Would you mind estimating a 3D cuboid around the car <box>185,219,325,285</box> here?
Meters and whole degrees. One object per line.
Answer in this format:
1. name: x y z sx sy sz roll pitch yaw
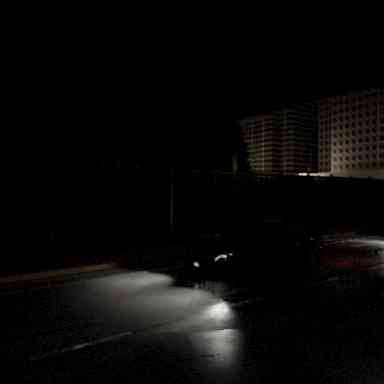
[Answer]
1. car: 2.006 1.537 9.700 4.674 1.442 1.812 0 0 -36
